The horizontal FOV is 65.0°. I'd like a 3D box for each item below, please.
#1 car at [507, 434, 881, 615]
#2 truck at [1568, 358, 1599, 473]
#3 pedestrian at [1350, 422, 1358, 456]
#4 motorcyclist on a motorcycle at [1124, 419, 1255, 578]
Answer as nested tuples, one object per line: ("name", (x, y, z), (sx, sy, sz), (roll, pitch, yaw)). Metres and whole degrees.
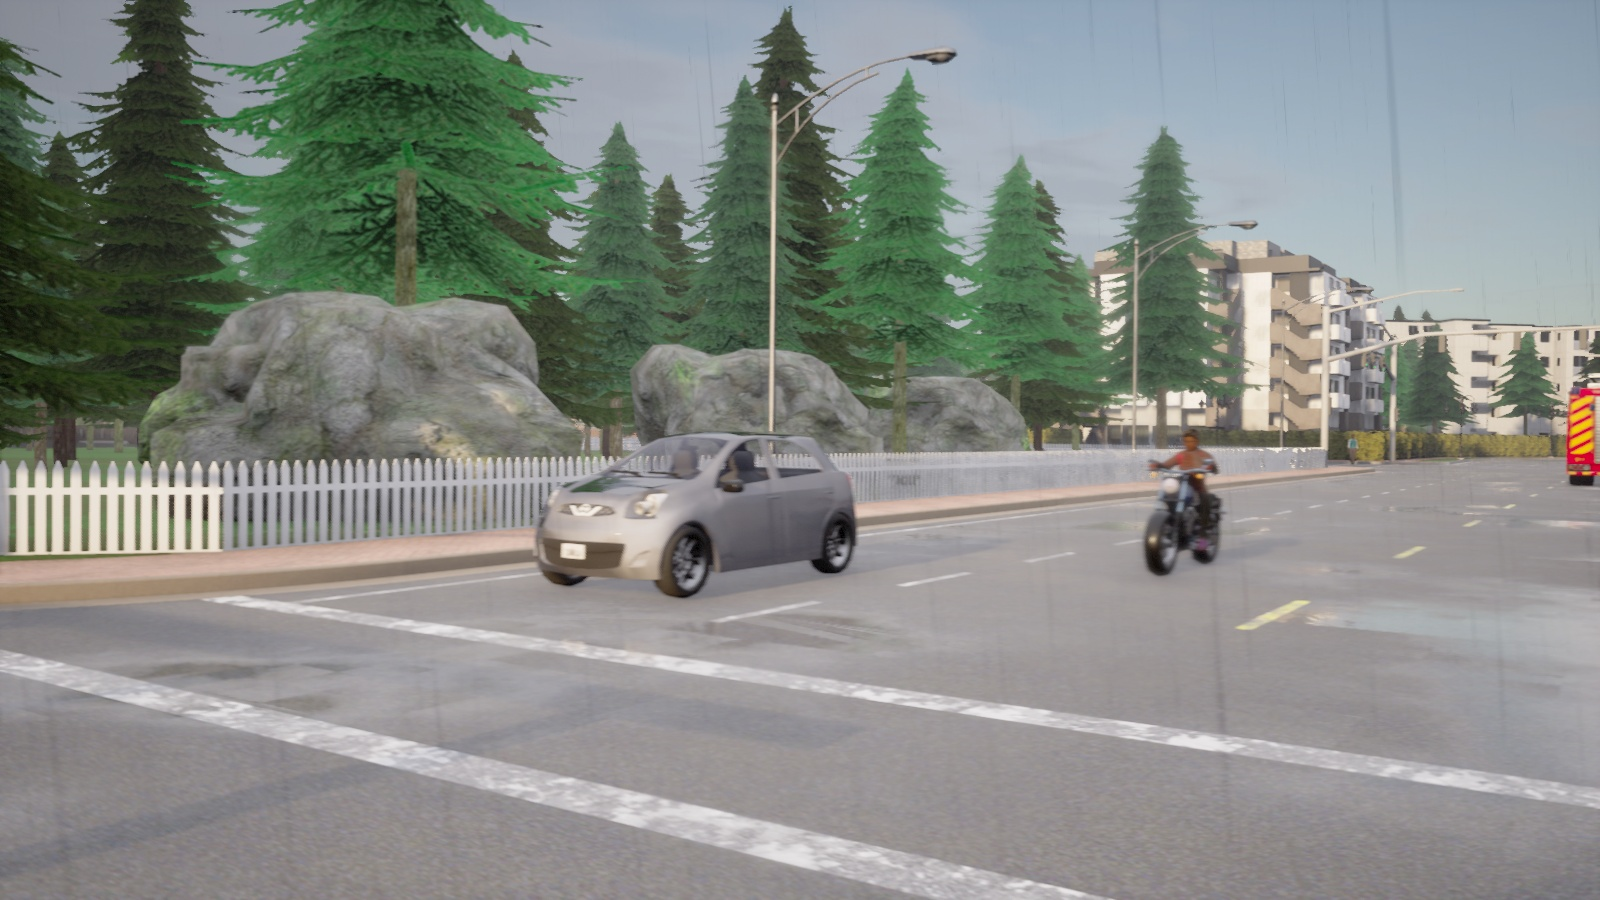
("car", (-0.909, 0.609, 12.567), (1.845, 1.501, 3.633), (0, 1, 34))
("truck", (29.507, -1.214, 45.129), (2.891, 3.827, 8.468), (0, 1, 34))
("pedestrian", (32.153, -0.635, 72.883), (0.396, 1.930, 0.692), (0, 1, 22))
("motorcyclist on a motorcycle", (4.463, 0.484, 14.271), (0.766, 1.649, 2.350), (0, 1, 34))
